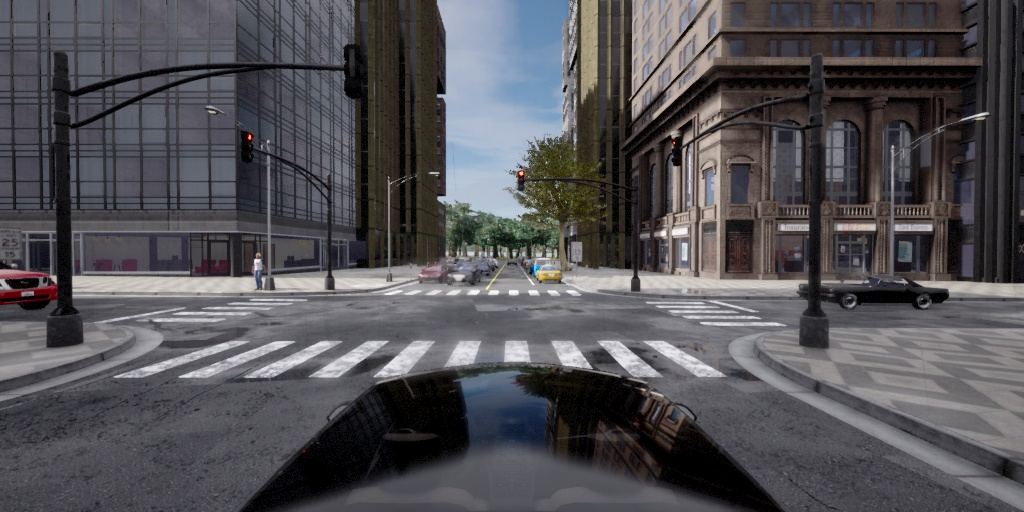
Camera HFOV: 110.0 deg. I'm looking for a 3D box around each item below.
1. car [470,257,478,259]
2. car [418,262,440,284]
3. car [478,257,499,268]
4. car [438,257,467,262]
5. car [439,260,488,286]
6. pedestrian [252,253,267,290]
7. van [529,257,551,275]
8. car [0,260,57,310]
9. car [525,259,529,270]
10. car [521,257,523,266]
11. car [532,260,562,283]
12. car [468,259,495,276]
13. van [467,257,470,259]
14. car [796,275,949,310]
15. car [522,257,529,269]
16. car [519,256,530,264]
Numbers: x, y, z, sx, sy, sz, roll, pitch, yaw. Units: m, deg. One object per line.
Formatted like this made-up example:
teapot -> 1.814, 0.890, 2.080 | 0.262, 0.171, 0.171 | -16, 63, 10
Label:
car -> -5.800, 1.010, 44.014 | 2.192, 1.841, 5.009 | 0, 0, 0
car -> -5.785, 1.310, 26.973 | 1.802, 1.307, 4.207 | 0, 0, 0
car -> -3.126, 1.181, 46.418 | 2.128, 1.511, 4.902 | 0, 0, 0
car -> -5.790, 1.033, 32.654 | 2.192, 1.841, 5.009 | 0, 0, 0
car -> -3.222, 1.224, 24.904 | 2.128, 1.511, 4.902 | 0, 0, 3
pedestrian -> -12.537, 0.740, 17.796 | 0.375, 1.860, 0.375 | 0, 0, 0
van -> 2.735, 1.059, 32.670 | 1.690, 1.789, 3.998 | 0, 0, 0
car -> -18.383, 0.841, 11.542 | 5.566, 2.045, 2.150 | 1, 1, 0
car -> 2.730, 1.274, 38.349 | 1.948, 1.339, 4.313 | 0, 0, 0
car -> 2.716, 1.211, 55.388 | 1.888, 1.381, 4.507 | 0, 0, 0
car -> 2.740, 1.253, 27.160 | 1.751, 1.417, 4.829 | 0, 0, 0
car -> -3.123, 1.260, 36.201 | 2.033, 1.411, 5.357 | 0, 0, 0
van -> -5.795, 1.049, 38.334 | 1.690, 1.789, 3.998 | 0, 0, 0
car -> 14.698, 1.443, 14.844 | 4.718, 1.301, 1.895 | 0, 1, 0
car -> 2.721, 1.207, 49.879 | 1.751, 1.417, 4.829 | 0, 0, 0
car -> 2.711, 1.201, 61.067 | 2.007, 1.370, 4.403 | 0, 0, 0
